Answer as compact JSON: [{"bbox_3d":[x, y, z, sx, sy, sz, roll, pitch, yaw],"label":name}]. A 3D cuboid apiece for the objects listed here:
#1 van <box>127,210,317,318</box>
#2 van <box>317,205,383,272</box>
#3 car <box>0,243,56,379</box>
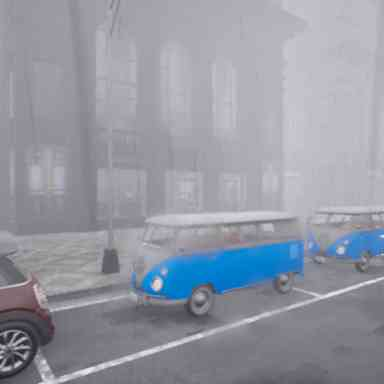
[{"bbox_3d":[0.676,1.336,7.133,3.998,1.788,1.690,0,0,-36],"label":"van"},{"bbox_3d":[5.264,1.330,10.406,3.998,1.788,1.690,0,0,-36],"label":"van"},{"bbox_3d":[-3.913,1.442,3.859,4.097,1.590,1.967,0,0,-36],"label":"car"}]
